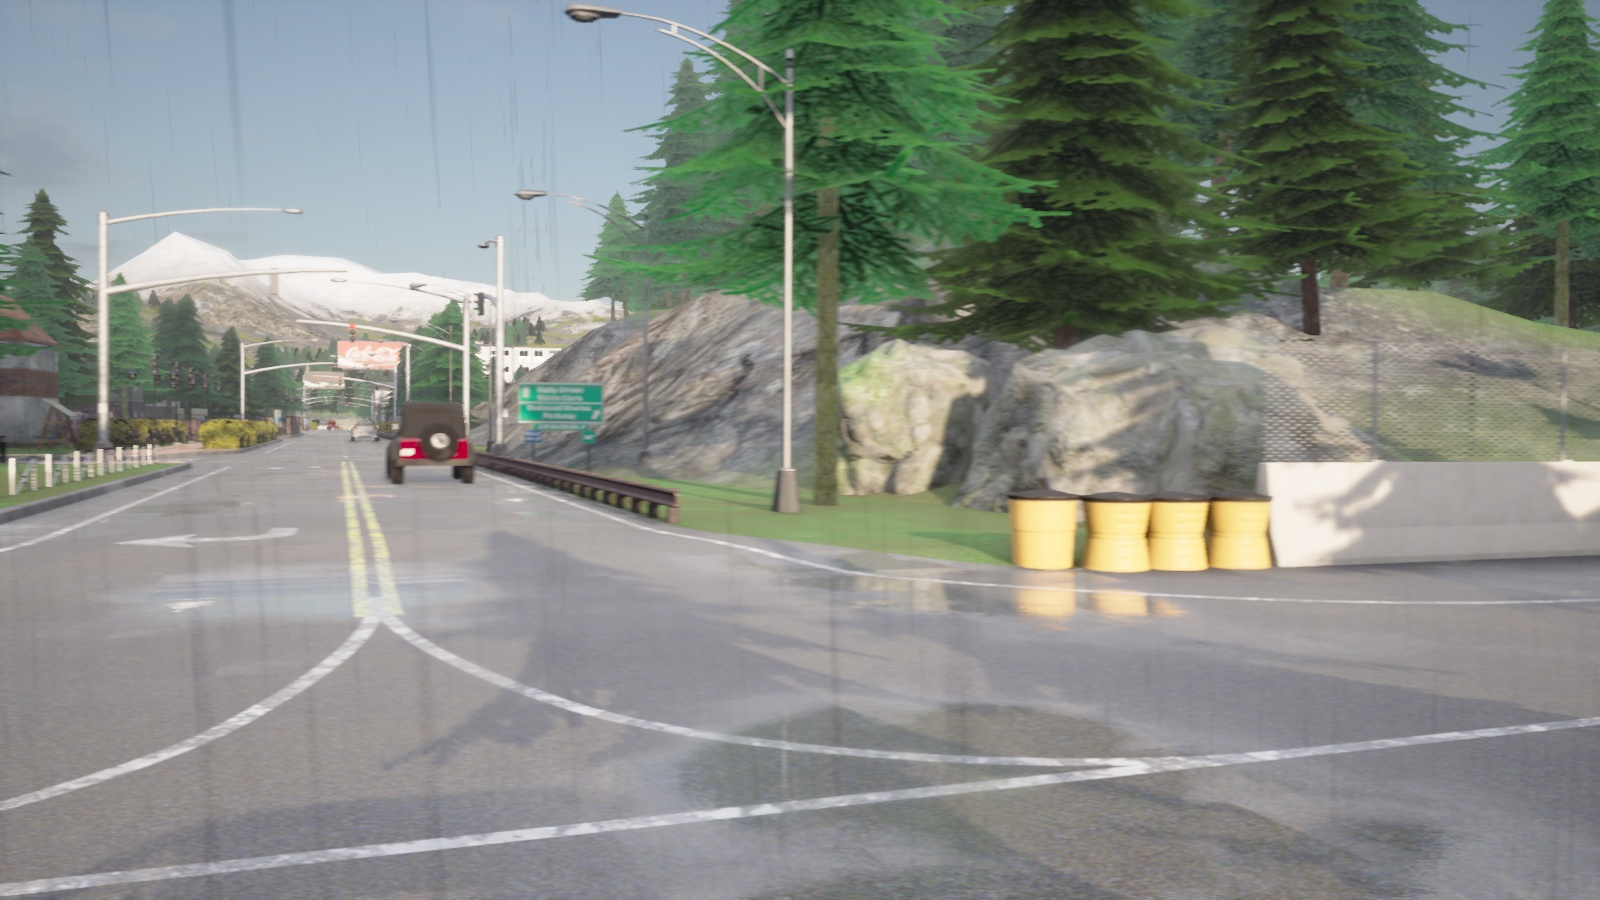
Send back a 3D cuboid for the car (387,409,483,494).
[{"bbox_3d":[-8.793,-0.005,30.063,1.905,1.878,3.866,-1,1,-20],"label":"car"}]
